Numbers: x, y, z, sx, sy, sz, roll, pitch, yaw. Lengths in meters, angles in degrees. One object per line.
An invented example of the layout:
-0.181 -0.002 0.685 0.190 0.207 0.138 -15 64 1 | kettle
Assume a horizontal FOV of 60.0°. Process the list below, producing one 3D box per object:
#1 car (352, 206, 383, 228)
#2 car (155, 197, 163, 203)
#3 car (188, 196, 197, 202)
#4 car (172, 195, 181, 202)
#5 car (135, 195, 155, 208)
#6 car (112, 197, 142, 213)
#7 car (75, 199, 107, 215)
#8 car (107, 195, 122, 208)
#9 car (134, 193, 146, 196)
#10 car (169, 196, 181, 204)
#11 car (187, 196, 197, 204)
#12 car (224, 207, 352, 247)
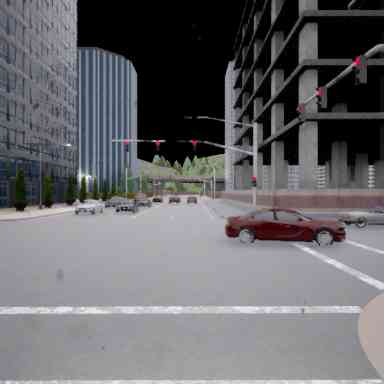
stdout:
11.886 1.545 21.265 4.718 1.301 1.895 0 0 0 | car
-6.984 1.601 68.013 1.895 1.301 4.718 0 0 0 | car
0.023 1.579 73.698 1.895 1.301 4.718 0 0 0 | car
-3.477 1.508 73.669 1.812 1.442 4.674 0 0 0 | car
-7.080 1.564 48.909 1.994 1.385 4.181 0 0 0 | car
-7.088 1.564 36.785 1.994 1.385 4.181 0 0 0 | car
-10.587 1.526 34.468 1.812 1.442 4.674 0 0 0 | car
-10.583 1.352 45.832 2.097 1.767 4.553 0 0 0 | car
-10.482 1.212 68.285 2.150 2.045 5.566 0 0 0 | car
-3.480 1.505 64.595 1.837 1.490 4.892 0 0 0 | car
0.020 1.492 64.593 2.128 1.511 4.902 0 0 0 | car
3.907 1.435 14.429 5.008 1.535 1.882 0 1 15 | car
